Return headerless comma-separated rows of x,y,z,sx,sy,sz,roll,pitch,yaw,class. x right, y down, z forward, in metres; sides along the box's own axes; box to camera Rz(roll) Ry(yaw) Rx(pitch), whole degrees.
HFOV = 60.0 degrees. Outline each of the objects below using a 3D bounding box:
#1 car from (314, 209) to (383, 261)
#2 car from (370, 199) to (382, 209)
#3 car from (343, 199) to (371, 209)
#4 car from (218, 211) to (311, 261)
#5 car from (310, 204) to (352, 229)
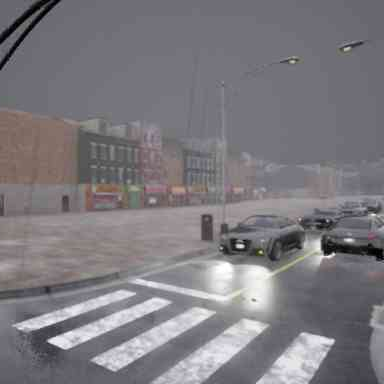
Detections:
6.286,1.540,12.468,1.994,1.385,4.181,-1,0,36,car
18.996,1.467,35.474,2.033,1.411,5.357,-1,0,36,car
12.927,1.514,26.932,1.994,1.385,4.181,-1,0,35,car
2.714,1.571,12.433,1.994,1.385,4.181,-1,0,36,car
7.746,1.579,19.577,1.895,1.301,4.718,-1,0,35,car
